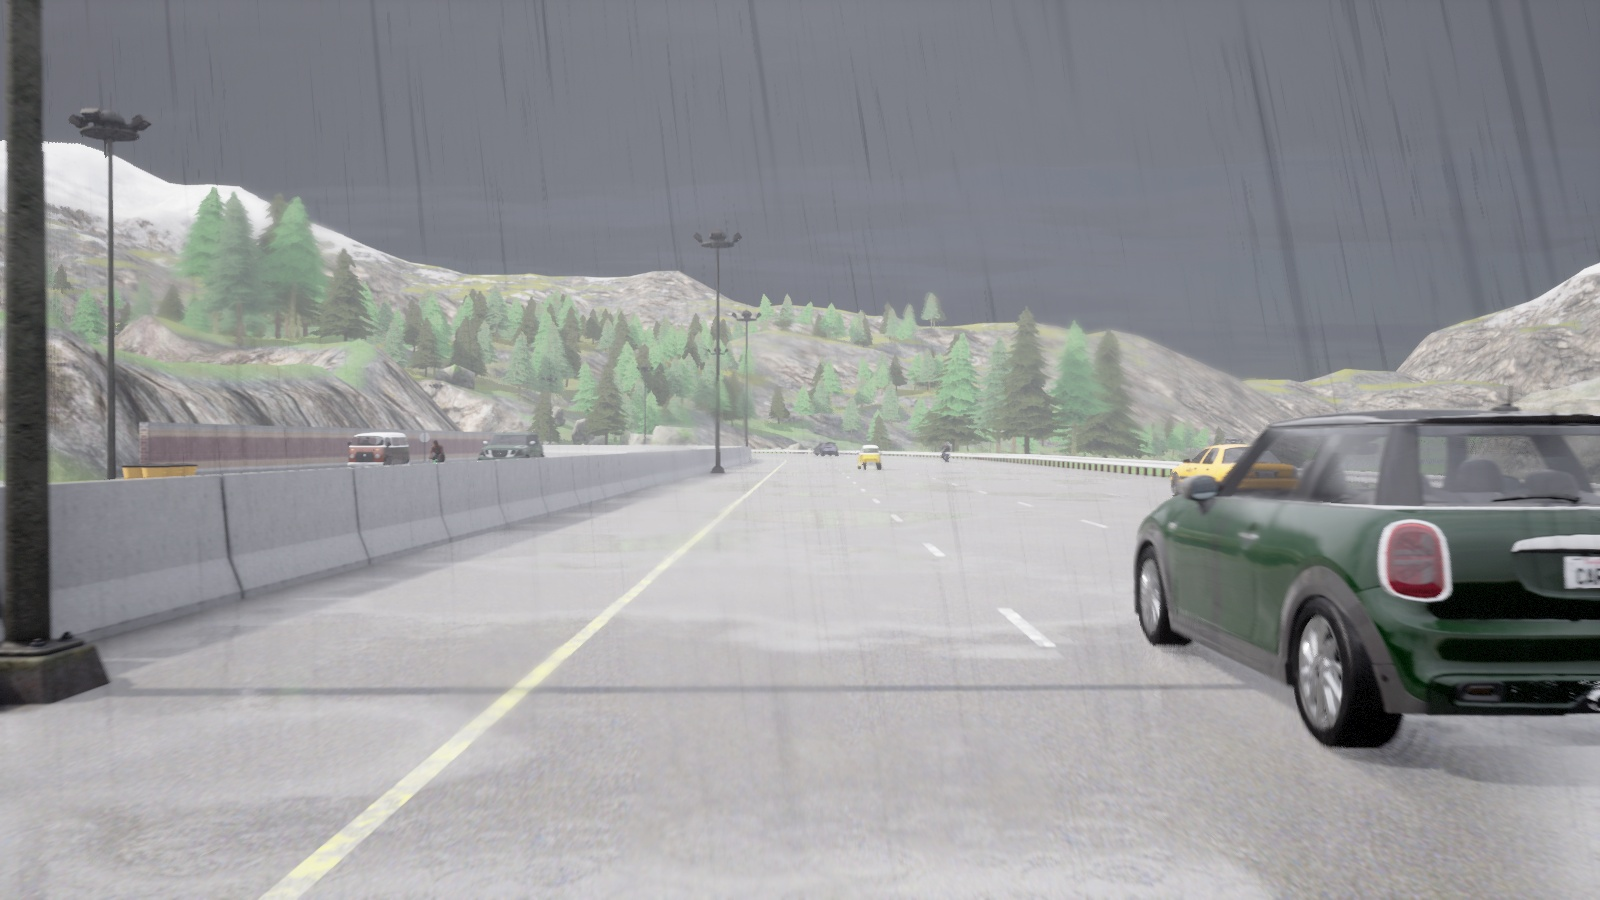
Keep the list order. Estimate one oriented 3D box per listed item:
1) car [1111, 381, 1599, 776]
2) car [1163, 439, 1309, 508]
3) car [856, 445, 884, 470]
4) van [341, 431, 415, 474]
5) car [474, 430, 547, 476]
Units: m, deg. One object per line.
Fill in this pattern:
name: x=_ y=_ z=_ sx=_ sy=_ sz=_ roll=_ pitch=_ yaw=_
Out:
car: x=3.561 y=0.563 z=7.894 sx=2.097 sy=1.767 sz=4.553 roll=0 pitch=0 yaw=0
car: x=10.695 y=0.518 z=31.248 sx=1.801 sy=1.575 sz=5.366 roll=0 pitch=0 yaw=0
car: x=3.920 y=0.407 z=70.419 sx=1.481 sy=1.376 sz=2.207 roll=0 pitch=1 yaw=0
van: x=-20.631 y=0.106 z=61.558 sx=2.069 sy=2.038 sz=4.480 roll=0 pitch=0 yaw=0
car: x=-13.645 y=0.119 z=59.552 sx=2.150 sy=2.045 sz=5.566 roll=0 pitch=0 yaw=0
